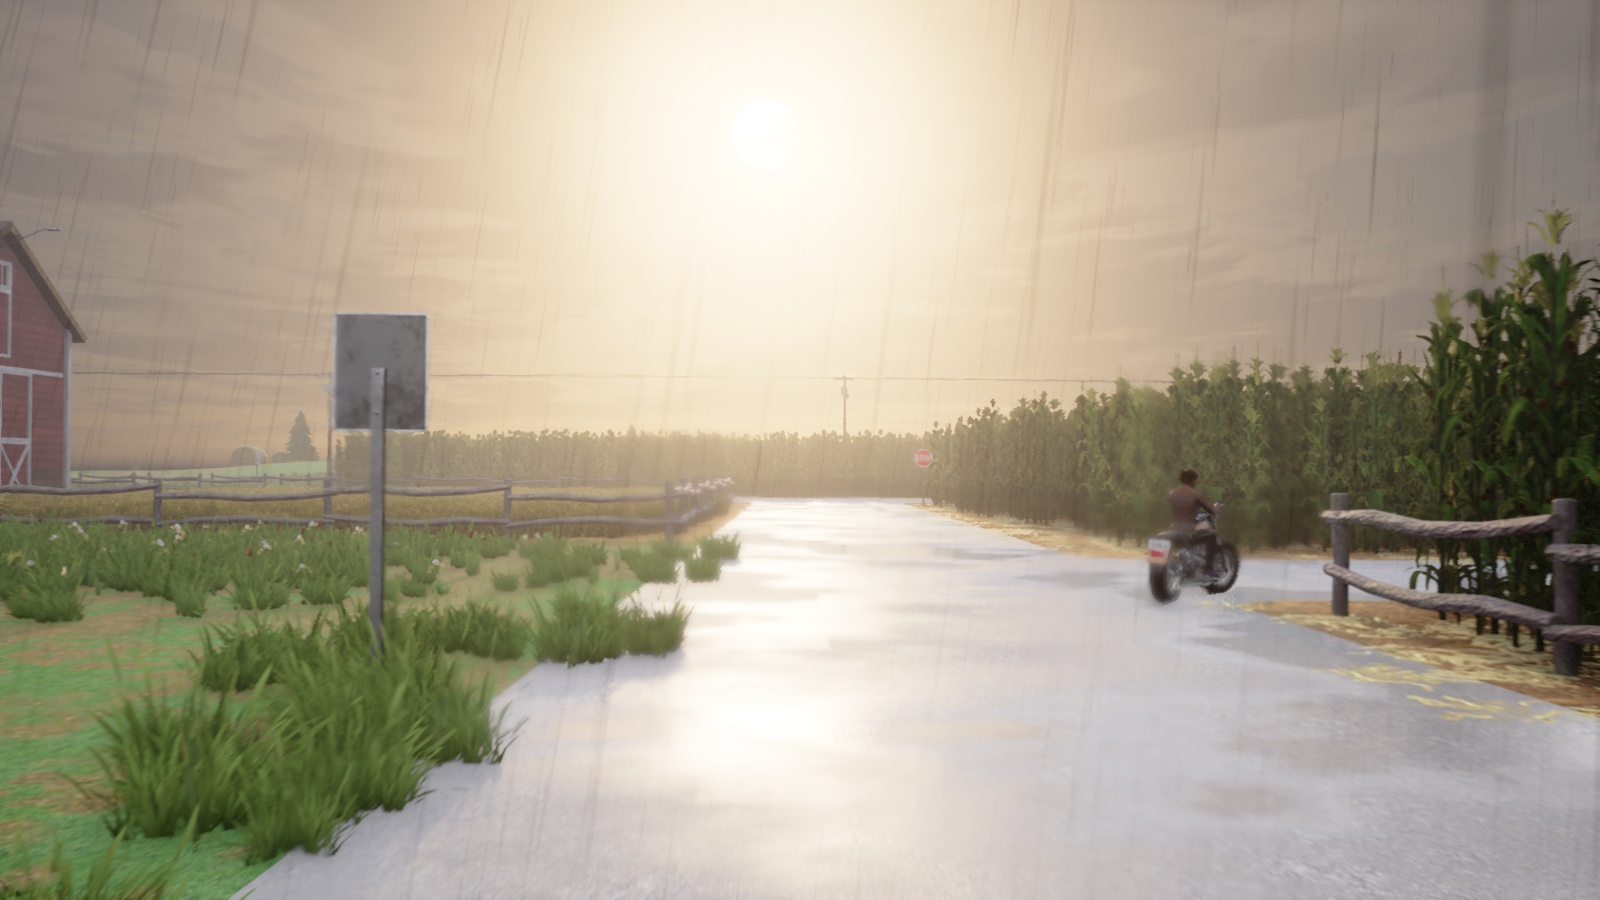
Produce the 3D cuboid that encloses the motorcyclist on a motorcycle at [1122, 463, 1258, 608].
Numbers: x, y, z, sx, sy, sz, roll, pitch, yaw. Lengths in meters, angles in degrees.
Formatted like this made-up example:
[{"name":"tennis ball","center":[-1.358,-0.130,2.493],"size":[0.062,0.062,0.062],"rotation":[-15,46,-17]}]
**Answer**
[{"name":"motorcyclist on a motorcycle","center":[4.908,1.008,15.672],"size":[0.766,1.649,2.350],"rotation":[2,0,39]}]
